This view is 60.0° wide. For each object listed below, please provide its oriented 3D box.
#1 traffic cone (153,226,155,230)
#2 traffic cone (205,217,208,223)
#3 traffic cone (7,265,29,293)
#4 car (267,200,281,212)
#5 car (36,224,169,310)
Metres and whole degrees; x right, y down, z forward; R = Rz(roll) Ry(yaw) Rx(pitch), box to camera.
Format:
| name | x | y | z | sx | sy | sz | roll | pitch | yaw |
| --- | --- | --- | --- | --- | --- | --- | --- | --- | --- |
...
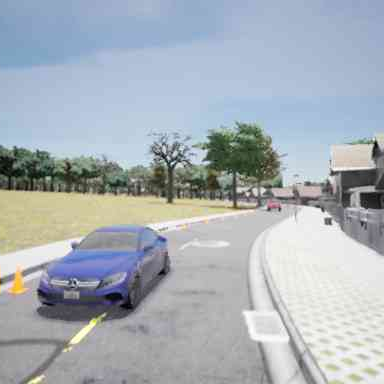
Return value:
| name | x | y | z | sx | sy | sz | roll | pitch | yaw |
| --- | --- | --- | --- | --- | --- | --- | --- | --- | --- |
| traffic cone | -2.036 | 2.096 | 17.798 | 0.340 | 0.580 | 0.340 | 0 | -1 | 15 |
| traffic cone | 1.234 | 2.286 | 27.510 | 0.340 | 0.580 | 0.340 | 0 | -1 | 21 |
| traffic cone | -3.990 | 1.976 | 7.643 | 0.340 | 0.580 | 0.340 | 0 | 0 | 7 |
| car | 14.342 | 2.328 | 58.201 | 2.150 | 2.045 | 5.566 | 0 | -2 | 14 |
| car | -1.769 | 1.558 | 8.112 | 1.812 | 1.442 | 4.674 | 0 | 0 | 8 |
